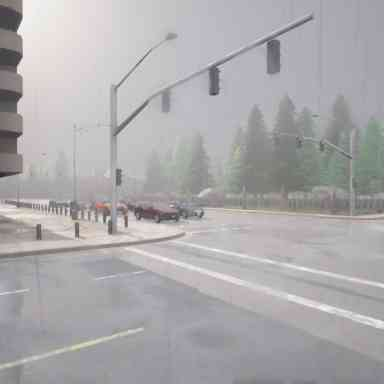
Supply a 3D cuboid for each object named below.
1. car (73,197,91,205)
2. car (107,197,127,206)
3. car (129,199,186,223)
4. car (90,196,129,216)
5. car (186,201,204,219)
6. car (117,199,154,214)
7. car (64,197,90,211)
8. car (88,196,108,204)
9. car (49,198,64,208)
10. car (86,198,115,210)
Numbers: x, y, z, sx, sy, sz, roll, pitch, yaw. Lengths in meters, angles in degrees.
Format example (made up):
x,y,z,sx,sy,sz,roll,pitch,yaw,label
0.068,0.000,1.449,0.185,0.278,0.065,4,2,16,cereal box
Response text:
x,y,z,sx,sy,sz,roll,pitch,yaw,label
-20.807,1.656,62.957,1.895,1.301,4.718,0,0,-36,car
-13.228,1.581,58.610,1.812,1.442,4.674,0,0,-36,car
-2.851,1.533,26.553,1.882,1.535,5.008,0,0,-36,car
-8.320,1.407,33.947,2.097,1.767,4.553,0,0,-36,car
-0.867,1.547,29.758,2.128,1.511,4.902,0,0,-36,car
-6.385,1.547,37.224,2.128,1.511,4.902,0,0,-36,car
-13.748,1.547,41.307,2.128,1.511,4.902,0,0,-36,car
-18.740,1.547,66.049,2.128,1.511,4.902,0,0,-36,car
-20.021,1.603,49.856,2.033,1.411,5.357,0,0,-36,car
-12.552,1.603,45.580,2.033,1.411,5.357,0,0,-36,car
